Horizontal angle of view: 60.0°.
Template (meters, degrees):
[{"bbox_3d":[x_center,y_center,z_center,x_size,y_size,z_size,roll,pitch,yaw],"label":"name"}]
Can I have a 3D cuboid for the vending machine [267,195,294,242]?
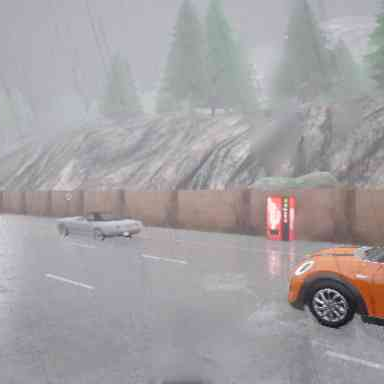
[{"bbox_3d":[4.195,1.195,15.698,0.880,2.100,1.100,0,0,37],"label":"vending machine"}]

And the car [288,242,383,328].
[{"bbox_3d":[3.998,1.351,5.503,4.553,1.767,2.097,0,0,35],"label":"car"}]

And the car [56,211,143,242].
[{"bbox_3d":[-4.707,1.601,16.450,4.718,1.301,1.895,0,0,38],"label":"car"}]
